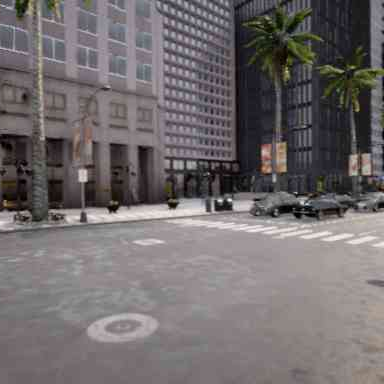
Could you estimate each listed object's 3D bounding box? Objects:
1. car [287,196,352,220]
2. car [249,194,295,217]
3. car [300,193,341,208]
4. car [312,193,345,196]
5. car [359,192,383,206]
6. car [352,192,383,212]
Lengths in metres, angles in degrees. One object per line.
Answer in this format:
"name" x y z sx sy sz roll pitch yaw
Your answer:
"car" 9.008 1.187 23.382 4.718 1.301 1.895 -1 1 -40
"car" 6.518 0.941 25.860 4.553 1.767 2.097 -1 1 -40
"car" 14.100 0.872 36.387 4.786 1.482 2.161 -1 1 -41
"car" 13.724 0.966 32.006 5.357 1.411 2.033 -1 1 -40
"car" 21.154 0.768 38.325 4.674 1.442 1.812 -1 1 -41
"car" 15.907 0.915 29.264 4.902 1.511 2.128 -1 1 -40
